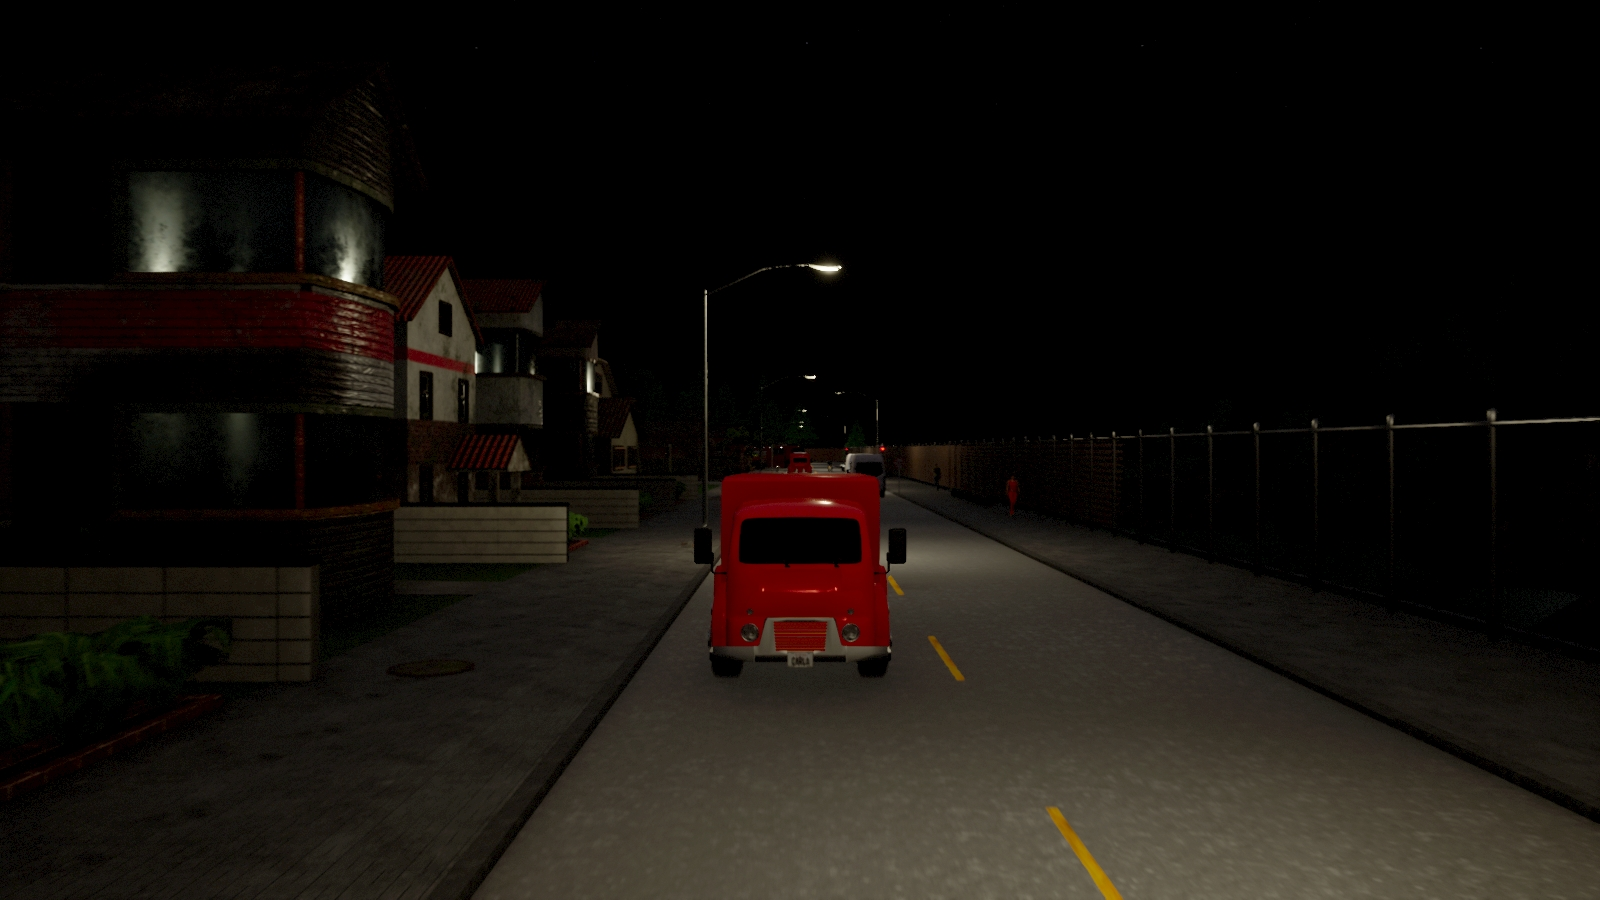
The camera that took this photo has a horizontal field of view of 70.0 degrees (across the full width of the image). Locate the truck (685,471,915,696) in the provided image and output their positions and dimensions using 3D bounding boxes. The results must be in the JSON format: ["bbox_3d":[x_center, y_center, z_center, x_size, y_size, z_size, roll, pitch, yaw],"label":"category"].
[{"bbox_3d":[0.002,1.568,15.624,2.627,2.467,5.204,0,0,0],"label":"truck"}]

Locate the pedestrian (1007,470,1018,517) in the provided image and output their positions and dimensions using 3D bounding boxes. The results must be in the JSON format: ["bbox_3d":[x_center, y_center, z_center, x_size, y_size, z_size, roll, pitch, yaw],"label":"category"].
[{"bbox_3d":[8.441,1.744,45.478,0.375,1.860,0.375,0,0,2],"label":"pedestrian"}]
